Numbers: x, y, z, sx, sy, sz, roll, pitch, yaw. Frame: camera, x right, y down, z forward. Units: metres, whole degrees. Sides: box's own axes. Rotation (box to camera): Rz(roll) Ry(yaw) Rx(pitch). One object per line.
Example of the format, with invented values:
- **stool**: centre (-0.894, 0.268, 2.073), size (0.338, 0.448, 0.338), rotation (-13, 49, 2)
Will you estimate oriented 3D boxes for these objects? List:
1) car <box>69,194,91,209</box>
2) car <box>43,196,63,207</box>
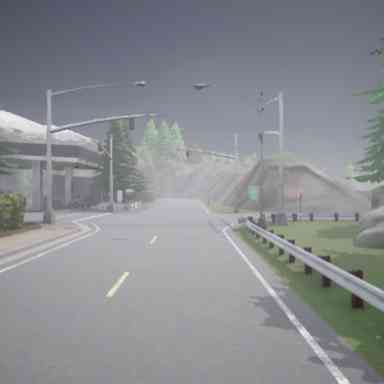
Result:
- **car**: centre (-14.528, 1.273, 43.237), size (1.905, 1.878, 3.866), rotation (0, 0, -1)
- **car**: centre (-20.235, 1.440, 47.514), size (2.242, 1.667, 4.611), rotation (0, 0, -1)
